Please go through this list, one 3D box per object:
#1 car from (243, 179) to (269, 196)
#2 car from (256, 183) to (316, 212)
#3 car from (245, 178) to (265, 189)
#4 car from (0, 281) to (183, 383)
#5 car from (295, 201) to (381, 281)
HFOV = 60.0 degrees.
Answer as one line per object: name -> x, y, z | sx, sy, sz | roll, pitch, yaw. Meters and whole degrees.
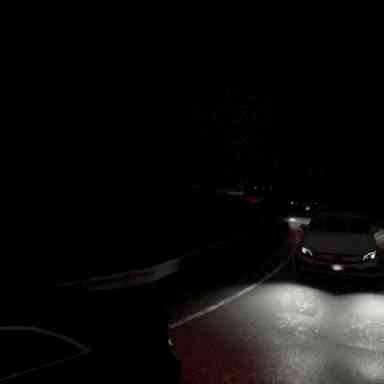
car -> 6.796, -0.479, 34.704 | 2.097, 1.767, 4.553 | 1, 4, -6
car -> 6.137, 0.483, 21.086 | 2.128, 1.511, 4.902 | 1, 4, -9
car -> 9.554, -1.285, 49.920 | 1.994, 1.385, 4.181 | 0, 4, 25
car -> -2.343, 1.521, 2.138 | 4.902, 1.511, 2.128 | -1, 0, -37
car -> 4.158, 1.269, 9.463 | 1.812, 1.442, 4.674 | 0, 3, 24
